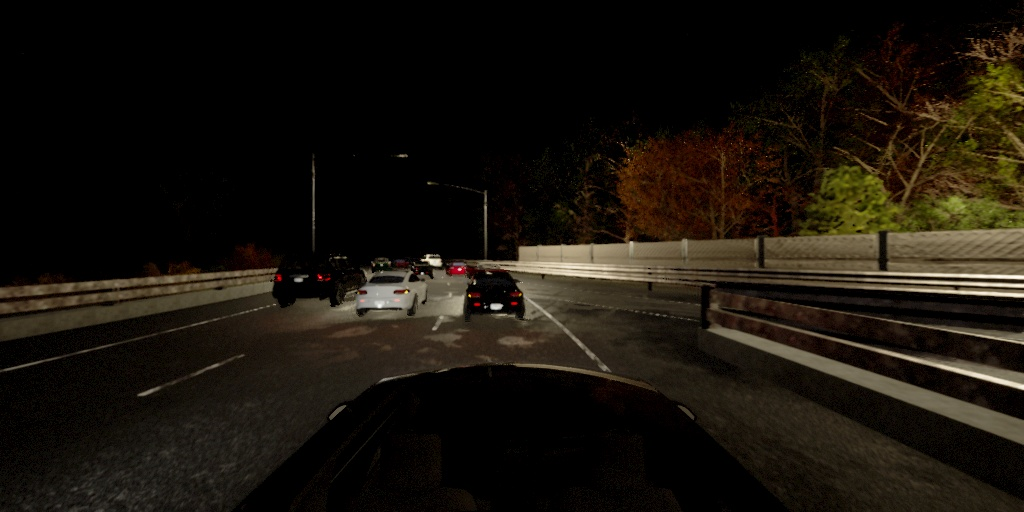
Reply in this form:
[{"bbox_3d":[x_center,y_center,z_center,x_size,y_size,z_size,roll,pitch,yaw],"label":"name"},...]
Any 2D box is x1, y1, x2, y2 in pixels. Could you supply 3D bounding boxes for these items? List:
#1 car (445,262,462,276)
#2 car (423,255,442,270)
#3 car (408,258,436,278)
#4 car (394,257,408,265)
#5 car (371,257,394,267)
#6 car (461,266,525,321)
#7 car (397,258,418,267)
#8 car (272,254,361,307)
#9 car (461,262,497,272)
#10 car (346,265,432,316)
[{"bbox_3d":[-5.417,1.228,35.142,1.994,1.385,4.181,0,0,-17],"label":"car"},{"bbox_3d":[-11.319,0.857,49.848,2.150,2.045,5.566,0,0,-25],"label":"car"},{"bbox_3d":[-8.127,1.183,32.064,1.837,1.490,4.892,0,0,-16],"label":"car"},{"bbox_3d":[-16.887,1.181,53.378,2.033,1.411,5.357,0,0,-28],"label":"car"},{"bbox_3d":[-14.904,1.017,40.811,2.097,1.767,4.553,0,0,-22],"label":"car"},{"bbox_3d":[-0.670,1.241,12.227,1.812,1.442,4.674,-1,0,-6],"label":"car"},{"bbox_3d":[-18.086,1.158,62.065,2.033,1.411,5.357,0,0,-33],"label":"car"},{"bbox_3d":[-8.046,0.947,15.535,2.150,2.045,5.566,0,0,-8],"label":"car"},{"bbox_3d":[-2.134,1.280,27.999,1.895,1.301,4.718,0,0,-25],"label":"car"},{"bbox_3d":[-4.251,1.250,13.169,1.812,1.442,4.674,0,0,-6],"label":"car"}]
